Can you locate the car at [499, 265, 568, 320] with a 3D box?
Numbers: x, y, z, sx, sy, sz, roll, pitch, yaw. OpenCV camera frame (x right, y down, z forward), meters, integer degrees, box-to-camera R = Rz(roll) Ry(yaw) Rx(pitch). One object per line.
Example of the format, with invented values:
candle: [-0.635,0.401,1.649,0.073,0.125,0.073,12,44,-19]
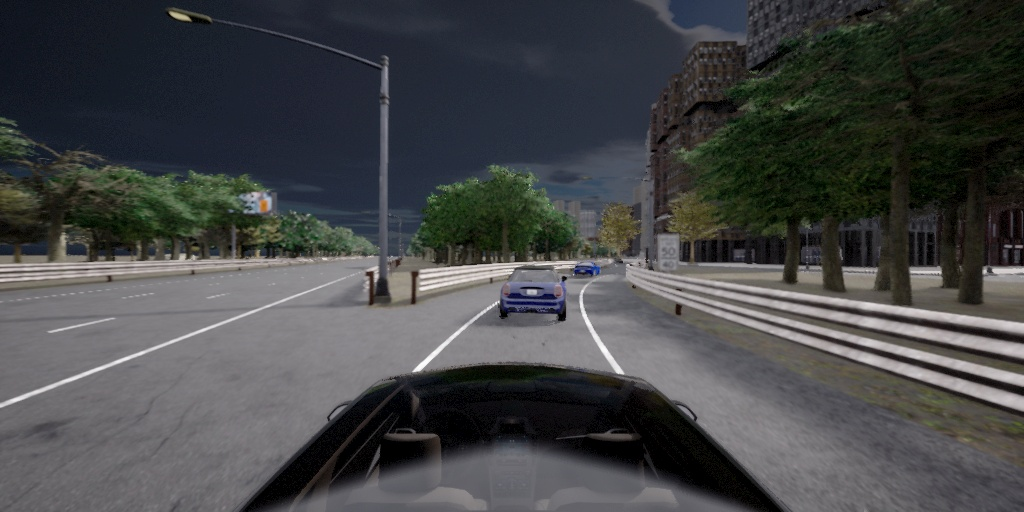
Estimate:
car: [0.900,1.106,12.884,2.097,1.767,4.553,1,0,8]

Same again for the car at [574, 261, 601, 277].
car: [7.653,1.269,36.081,1.882,1.535,5.008,0,0,24]
